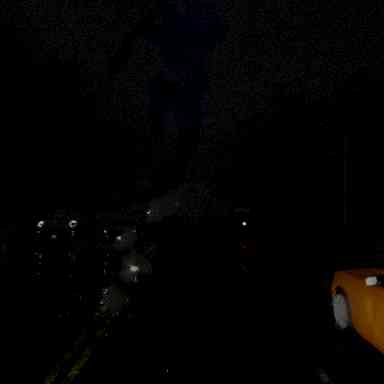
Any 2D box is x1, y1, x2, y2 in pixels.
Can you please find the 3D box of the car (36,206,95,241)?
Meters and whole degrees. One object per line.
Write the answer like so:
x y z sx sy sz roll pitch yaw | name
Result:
-6.590 1.582 18.122 2.097 1.767 4.553 0 -1 0 | car

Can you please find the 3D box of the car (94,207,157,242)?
-3.340 1.775 17.942 2.033 1.411 5.357 0 -1 0 | car

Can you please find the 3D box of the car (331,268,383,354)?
3.352 1.519 3.828 1.882 1.535 5.008 0 -1 0 | car

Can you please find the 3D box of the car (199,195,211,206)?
3.287 2.277 77.142 2.033 1.649 4.856 0 1 0 | car

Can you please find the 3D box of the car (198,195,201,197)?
3.292 2.255 88.138 1.994 1.385 4.181 0 1 0 | car

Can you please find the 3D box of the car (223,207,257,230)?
3.362 1.826 23.760 1.837 1.490 4.892 0 -1 0 | car

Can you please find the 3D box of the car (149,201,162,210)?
-6.511 2.364 59.653 1.882 1.535 5.008 0 0 1 | car

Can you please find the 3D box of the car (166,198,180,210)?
-3.261 2.103 59.249 2.150 2.045 5.566 0 0 1 | car
